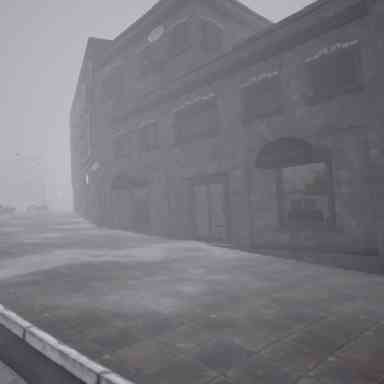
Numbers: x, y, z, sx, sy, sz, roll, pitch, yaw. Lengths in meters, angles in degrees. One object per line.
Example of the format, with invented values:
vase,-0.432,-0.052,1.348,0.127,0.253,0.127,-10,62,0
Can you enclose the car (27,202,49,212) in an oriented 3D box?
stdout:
car,-23.990,2.274,51.731,1.812,1.442,4.674,-3,-1,-2

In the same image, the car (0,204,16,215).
car,-23.214,2.148,40.301,1.895,1.301,4.718,-3,-1,-4
